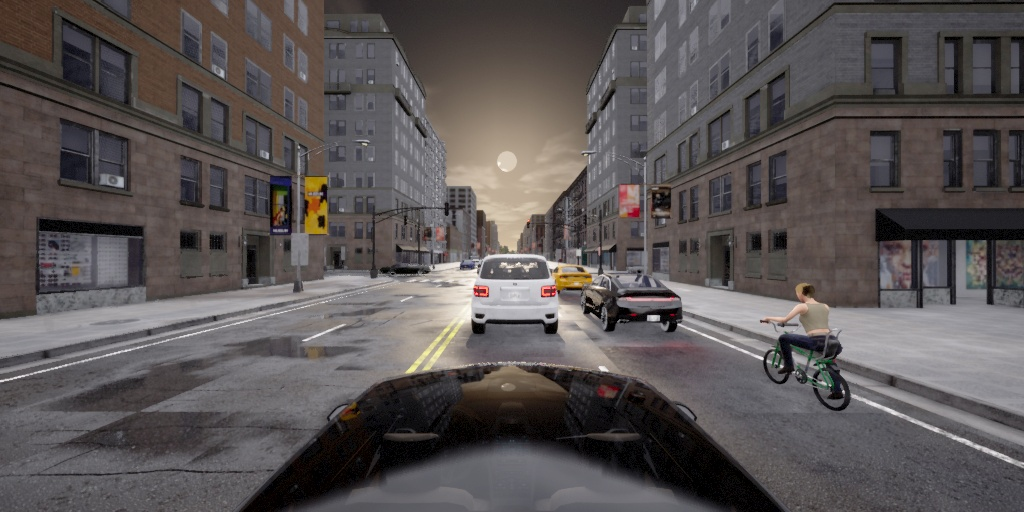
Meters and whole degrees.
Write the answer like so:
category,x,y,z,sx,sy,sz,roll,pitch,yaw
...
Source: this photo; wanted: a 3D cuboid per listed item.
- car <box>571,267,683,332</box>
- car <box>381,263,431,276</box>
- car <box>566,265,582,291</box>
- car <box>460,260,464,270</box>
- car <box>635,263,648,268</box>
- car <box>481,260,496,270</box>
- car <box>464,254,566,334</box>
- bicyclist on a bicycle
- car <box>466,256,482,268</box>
category,x,y,z,sx,sy,sz,roll,pitch,yaw
car,3.323,1.242,10.821,2.128,1.511,4.902,0,0,0
car,-10.674,1.348,36.425,4.718,1.301,1.895,0,0,-8
car,3.211,1.231,20.311,1.882,1.535,5.008,0,0,0
car,-6.702,1.244,54.092,1.882,1.535,5.008,0,0,0
car,14.974,1.409,38.708,4.718,1.301,1.895,0,0,1
car,-3.444,1.330,53.082,1.994,1.385,4.181,0,0,0
car,0.079,0.972,10.750,2.150,2.045,5.566,0,0,0
bicyclist on a bicycle,4.129,1.187,5.131,0.866,1.612,1.509,0,0,0
car,-6.690,0.990,64.036,2.150,2.045,5.566,0,0,0
